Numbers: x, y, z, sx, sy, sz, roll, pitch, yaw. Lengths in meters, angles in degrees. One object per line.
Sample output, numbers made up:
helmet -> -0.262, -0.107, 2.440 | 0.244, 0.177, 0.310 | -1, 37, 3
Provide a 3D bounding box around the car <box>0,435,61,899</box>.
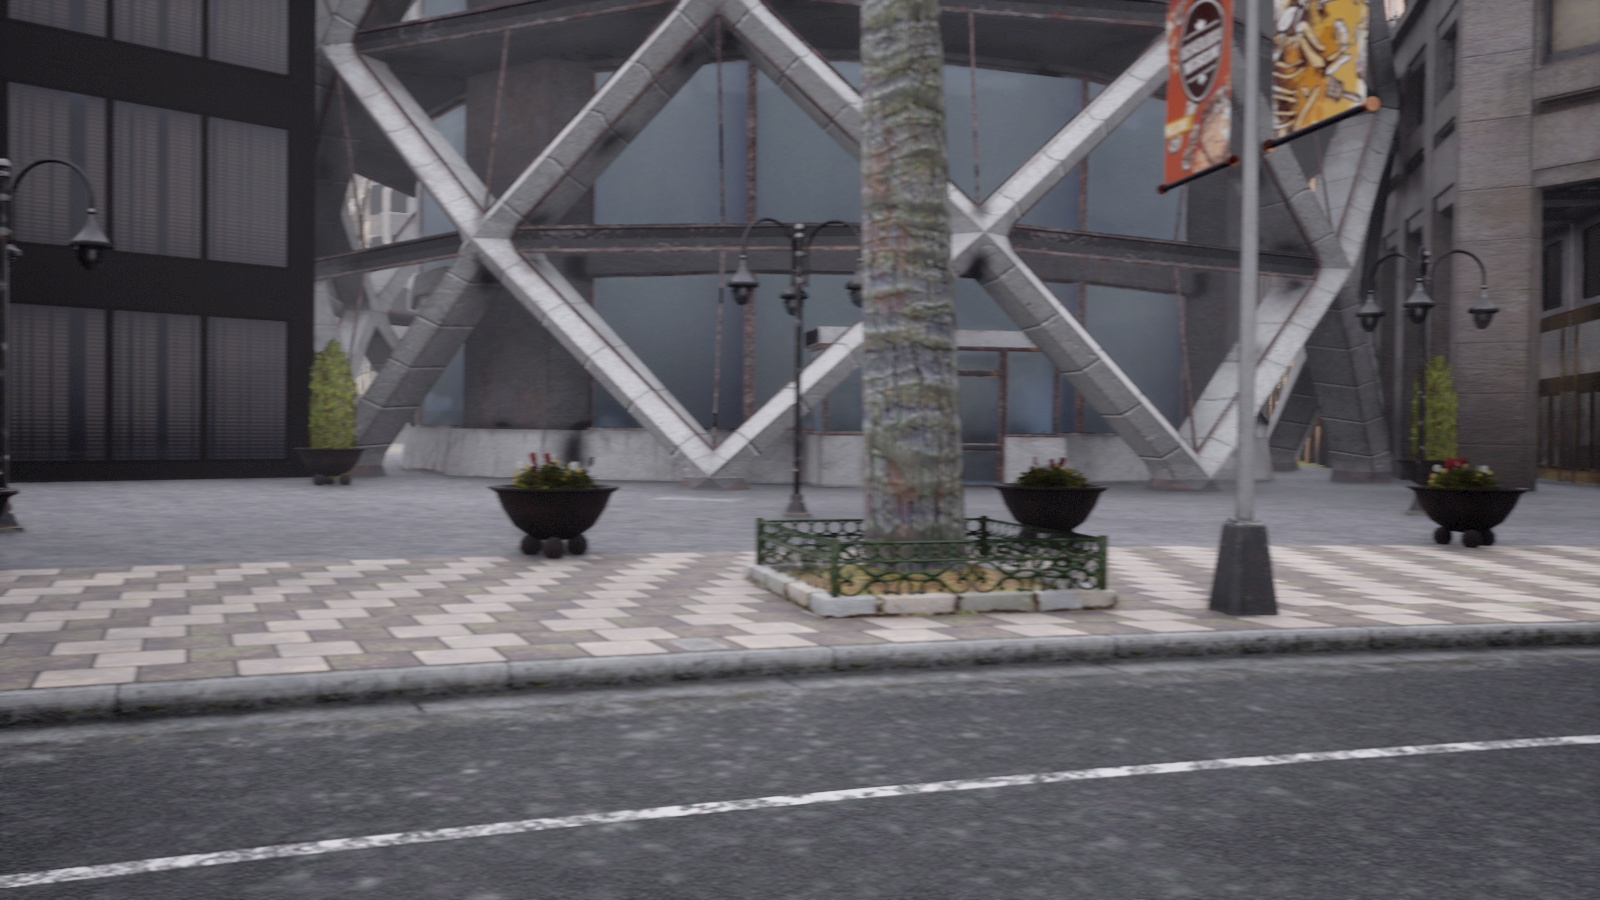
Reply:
car -> -3.900, 0.766, 1.587 | 4.902, 1.511, 2.128 | -1, 1, -25
